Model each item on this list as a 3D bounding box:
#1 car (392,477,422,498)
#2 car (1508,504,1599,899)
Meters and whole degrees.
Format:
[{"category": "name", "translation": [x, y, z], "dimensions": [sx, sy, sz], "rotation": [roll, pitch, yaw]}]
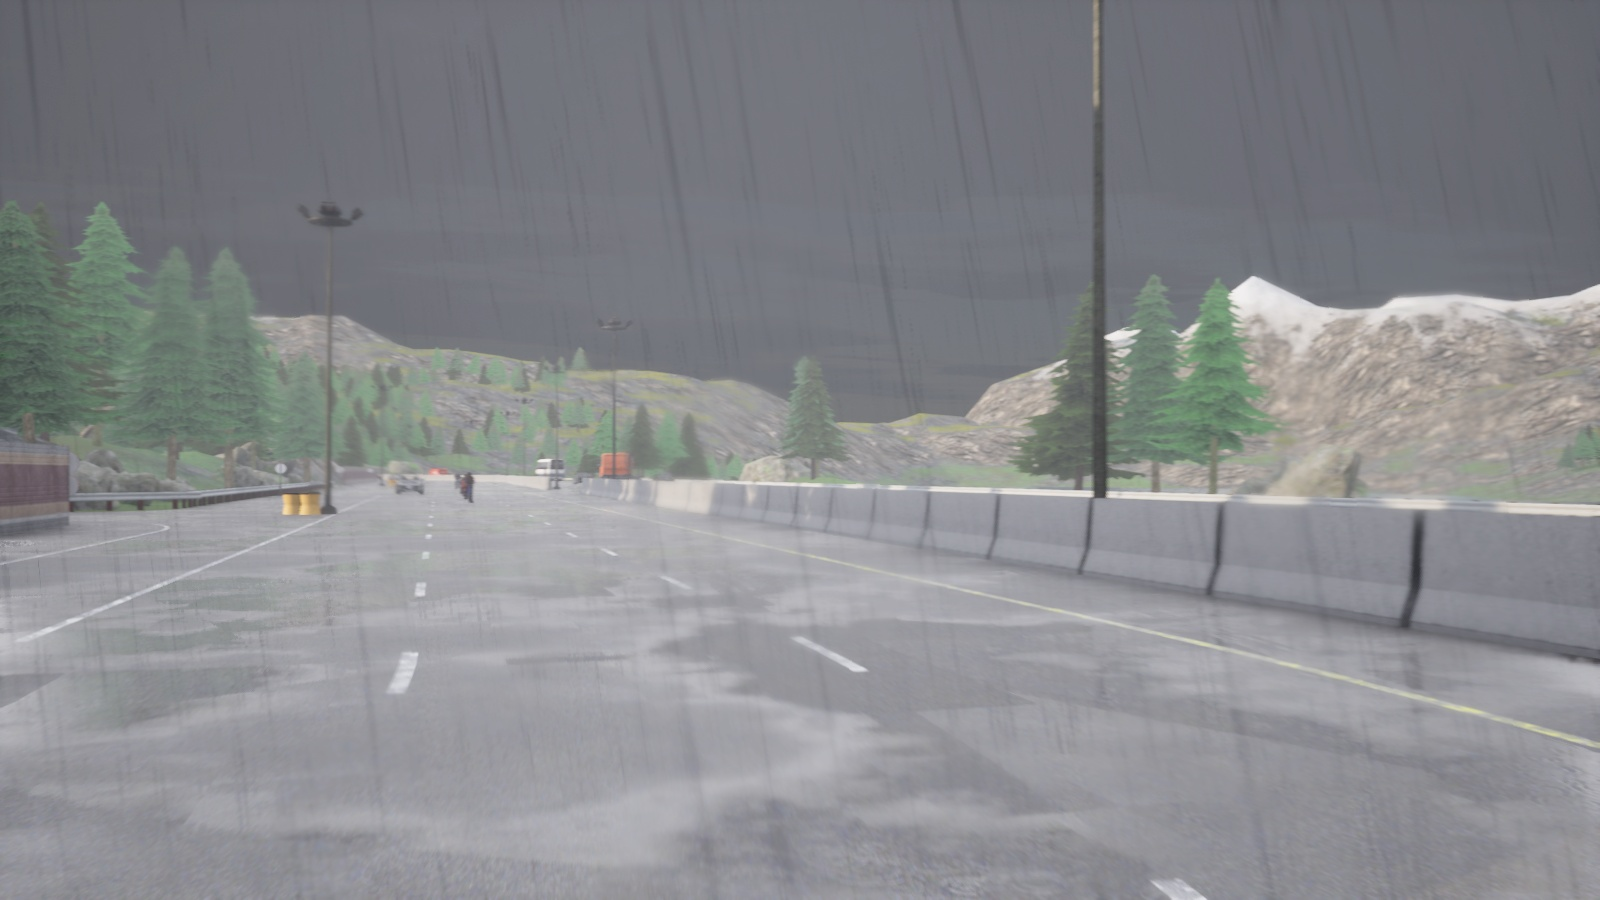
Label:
[{"category": "car", "translation": [-28.687, 2.708, 91.741], "dimensions": [1.970, 1.475, 3.806], "rotation": [0, -1, -16]}, {"category": "car", "translation": [3.428, 0.854, 1.896], "dimensions": [1.812, 1.442, 4.674], "rotation": [0, -1, -4]}]
